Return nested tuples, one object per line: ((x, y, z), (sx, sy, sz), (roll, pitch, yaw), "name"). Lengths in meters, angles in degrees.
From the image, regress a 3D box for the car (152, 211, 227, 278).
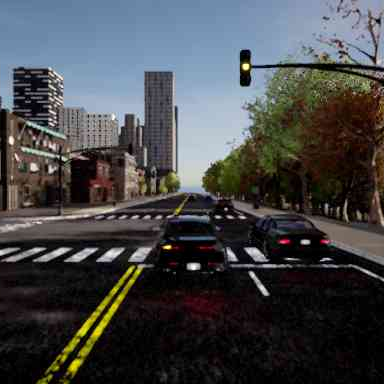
((-0.136, 1.482, 10.143), (1.837, 1.490, 4.892), (0, 0, -4), "car")

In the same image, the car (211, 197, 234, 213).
((3.339, 1.422, 35.292), (1.837, 1.490, 4.892), (0, 0, 0), "car")

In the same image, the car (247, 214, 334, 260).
((3.347, 1.520, 12.317), (2.033, 1.411, 5.357), (0, 0, 0), "car")

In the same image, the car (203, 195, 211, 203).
((3.225, 1.364, 66.998), (1.812, 1.442, 4.674), (0, 0, 0), "car")

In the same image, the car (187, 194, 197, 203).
((-0.025, 1.364, 66.996), (1.812, 1.442, 4.674), (0, 0, 0), "car")

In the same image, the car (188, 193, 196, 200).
((-0.028, 1.123, 76.997), (1.882, 1.535, 5.008), (0, 0, 0), "car")
